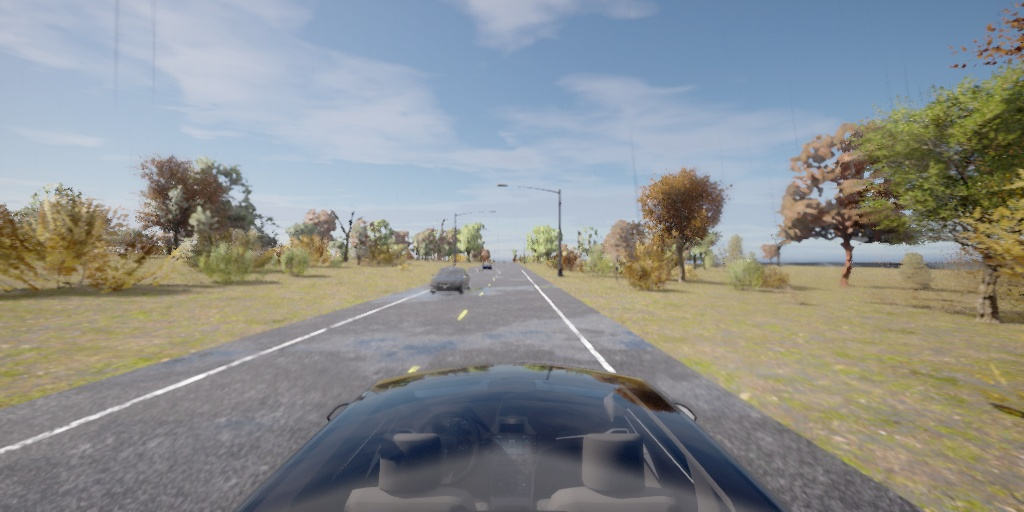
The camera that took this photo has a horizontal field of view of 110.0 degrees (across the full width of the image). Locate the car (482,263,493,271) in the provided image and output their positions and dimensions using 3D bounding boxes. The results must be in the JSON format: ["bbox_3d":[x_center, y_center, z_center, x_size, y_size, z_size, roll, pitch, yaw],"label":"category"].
[{"bbox_3d":[-4.341,1.888,62.492,1.895,1.301,4.718,0,-1,-5],"label":"car"}]

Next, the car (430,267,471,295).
[{"bbox_3d":[-3.596,1.421,21.537,1.837,1.490,4.892,0,0,0],"label":"car"}]
